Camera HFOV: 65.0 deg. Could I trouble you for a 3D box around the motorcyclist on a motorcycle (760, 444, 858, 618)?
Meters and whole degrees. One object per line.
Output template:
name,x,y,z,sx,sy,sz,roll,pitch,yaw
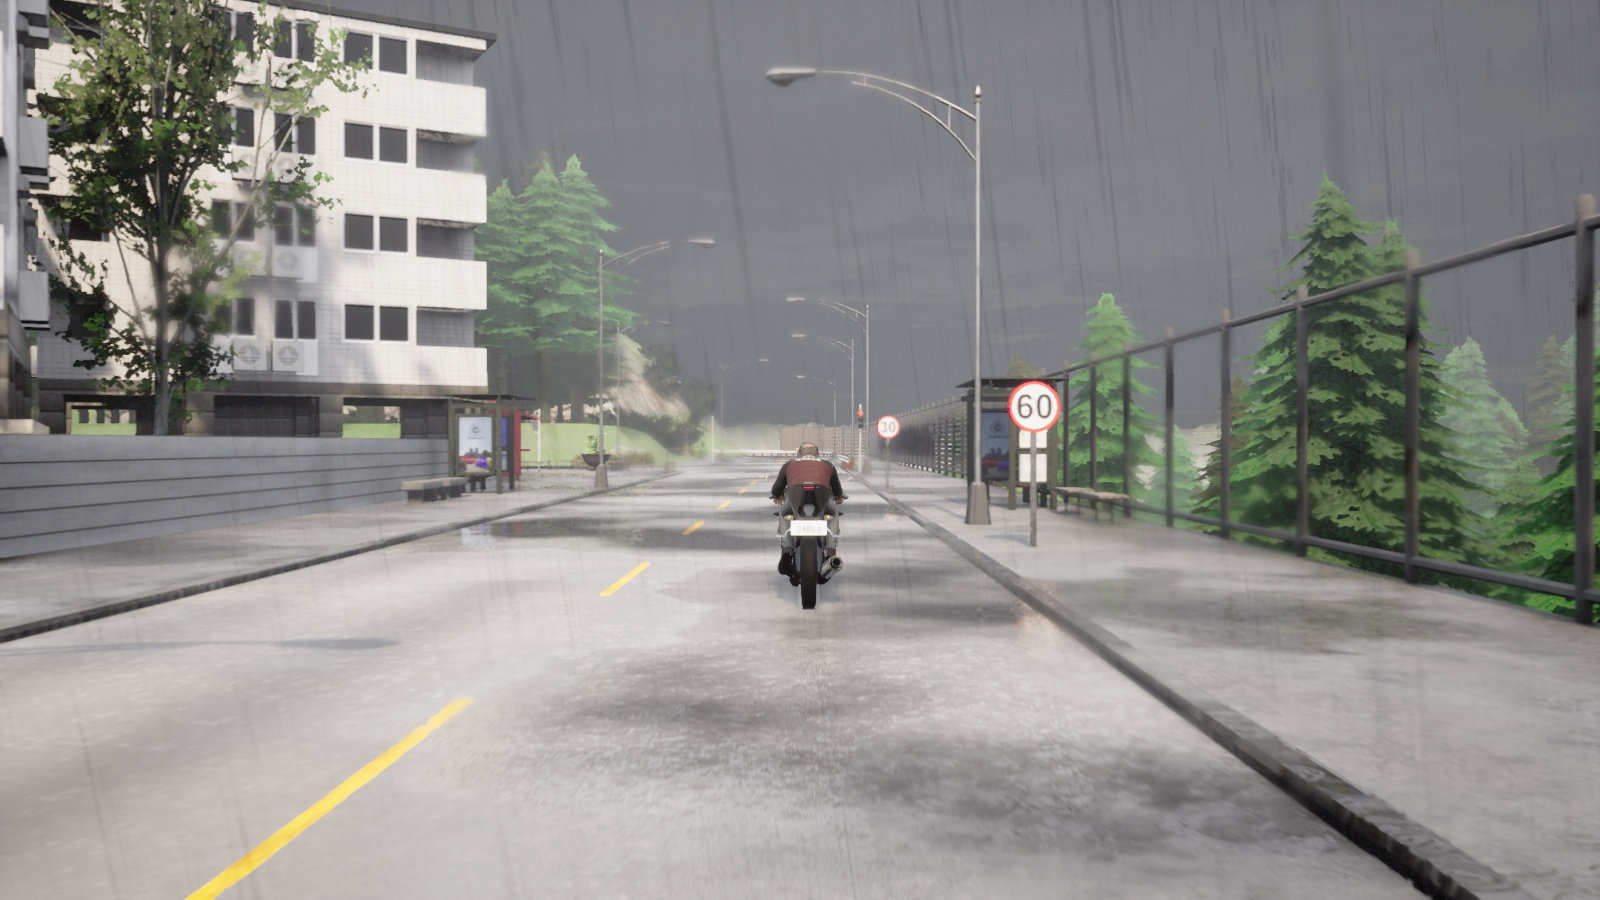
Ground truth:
motorcyclist on a motorcycle,0.083,0.713,12.216,0.866,1.530,2.191,0,0,0
